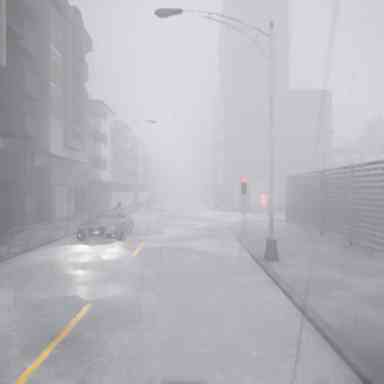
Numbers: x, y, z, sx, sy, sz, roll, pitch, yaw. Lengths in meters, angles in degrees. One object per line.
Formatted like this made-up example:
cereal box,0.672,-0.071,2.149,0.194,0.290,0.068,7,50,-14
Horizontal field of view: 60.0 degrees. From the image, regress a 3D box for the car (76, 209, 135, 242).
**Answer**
car,-3.998,1.506,15.960,1.994,1.385,4.181,0,0,1
